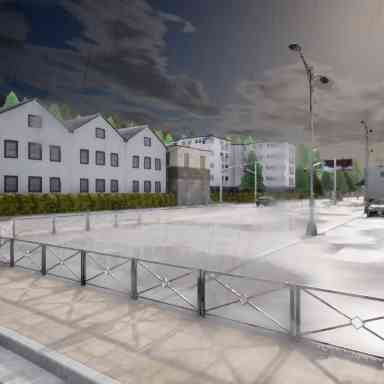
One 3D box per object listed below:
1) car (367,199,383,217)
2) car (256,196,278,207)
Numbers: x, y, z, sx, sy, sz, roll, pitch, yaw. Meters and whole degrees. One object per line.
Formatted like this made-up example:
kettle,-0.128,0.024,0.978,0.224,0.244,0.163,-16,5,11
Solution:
car,15.390,1.298,26.833,2.007,1.523,4.514,0,0,35
car,10.641,1.313,47.153,1.837,1.490,4.892,0,0,32
